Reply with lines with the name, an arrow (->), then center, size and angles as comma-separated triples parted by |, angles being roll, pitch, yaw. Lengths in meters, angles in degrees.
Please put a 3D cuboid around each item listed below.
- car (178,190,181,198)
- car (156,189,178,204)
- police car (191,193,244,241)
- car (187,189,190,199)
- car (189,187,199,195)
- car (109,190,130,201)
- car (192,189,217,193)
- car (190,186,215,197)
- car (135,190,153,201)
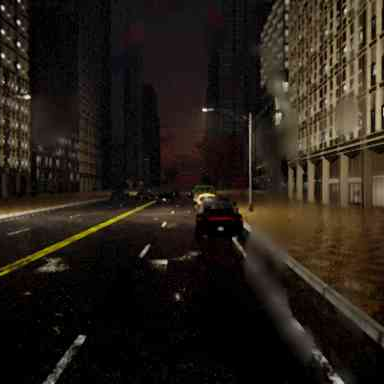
car -> -2.845, 0.150, 53.774 | 2.033, 1.411, 5.357 | 0, 1, -3
car -> -2.952, 0.516, 37.964 | 1.837, 1.490, 4.892 | 0, 1, 0
police car -> 1.050, 1.044, 14.529 | 1.930, 1.638, 5.238 | 0, 1, 0
car -> 0.259, 0.314, 49.517 | 1.895, 1.301, 4.718 | 0, 1, 1
car -> 0.354, -0.270, 67.391 | 1.882, 1.535, 5.008 | 0, 1, 0
car -> -9.605, 0.389, 44.577 | 2.033, 1.411, 5.357 | 0, 1, 0
car -> 1.103, 0.813, 24.609 | 1.801, 1.575, 5.366 | 0, 1, 0
car -> 1.133, 0.431, 30.442 | 2.150, 2.045, 5.566 | 0, 1, 0
car -> -6.355, 0.391, 44.513 | 2.033, 1.411, 5.357 | 0, 1, 0
